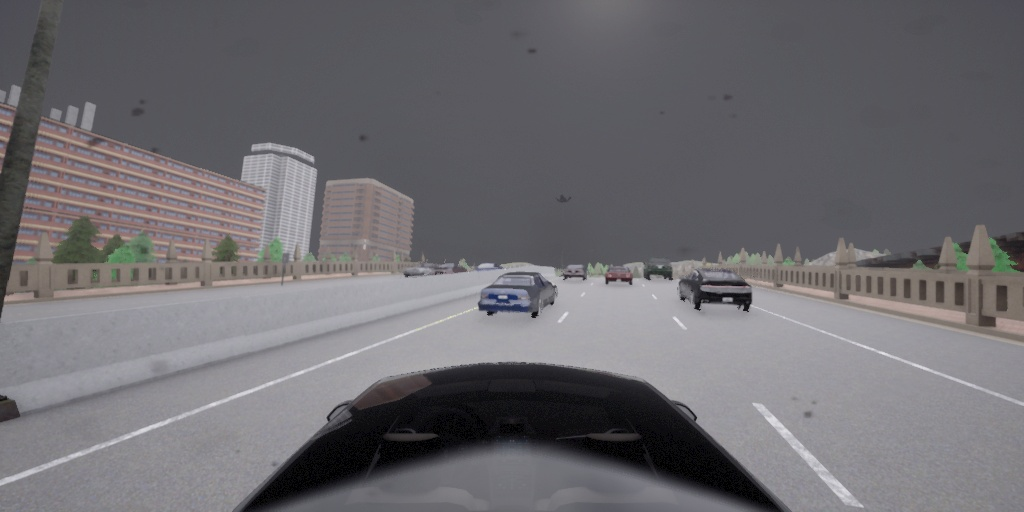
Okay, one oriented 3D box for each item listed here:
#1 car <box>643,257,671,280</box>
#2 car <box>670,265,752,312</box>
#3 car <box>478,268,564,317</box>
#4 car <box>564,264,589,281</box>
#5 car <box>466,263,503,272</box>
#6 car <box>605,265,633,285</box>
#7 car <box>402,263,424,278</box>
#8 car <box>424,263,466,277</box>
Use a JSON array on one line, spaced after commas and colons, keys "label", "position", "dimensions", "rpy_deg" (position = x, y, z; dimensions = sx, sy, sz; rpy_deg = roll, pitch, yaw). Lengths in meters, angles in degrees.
[{"label": "car", "position": [13.552, 1.181, 33.469], "dimensions": [2.150, 2.045, 5.566], "rpy_deg": [0, -2, 17]}, {"label": "car", "position": [8.083, 1.278, 14.617], "dimensions": [2.128, 1.511, 4.902], "rpy_deg": [0, 0, 16]}, {"label": "car", "position": [0.425, 1.307, 13.342], "dimensions": [2.033, 1.411, 5.357], "rpy_deg": [0, 0, 16]}, {"label": "car", "position": [5.709, 1.377, 31.567], "dimensions": [2.033, 1.411, 5.357], "rpy_deg": [0, -1, 16]}, {"label": "car", "position": [-2.008, 1.294, 30.799], "dimensions": [1.812, 1.442, 4.674], "rpy_deg": [0, 0, 16]}, {"label": "car", "position": [7.980, 1.399, 26.833], "dimensions": [1.895, 1.301, 4.718], "rpy_deg": [0, 0, 16]}, {"label": "car", "position": [-8.368, 1.361, 34.003], "dimensions": [1.895, 1.301, 4.718], "rpy_deg": [0, -1, 16]}, {"label": "car", "position": [-5.493, 1.318, 31.347], "dimensions": [1.994, 1.385, 4.181], "rpy_deg": [0, 0, 16]}]
